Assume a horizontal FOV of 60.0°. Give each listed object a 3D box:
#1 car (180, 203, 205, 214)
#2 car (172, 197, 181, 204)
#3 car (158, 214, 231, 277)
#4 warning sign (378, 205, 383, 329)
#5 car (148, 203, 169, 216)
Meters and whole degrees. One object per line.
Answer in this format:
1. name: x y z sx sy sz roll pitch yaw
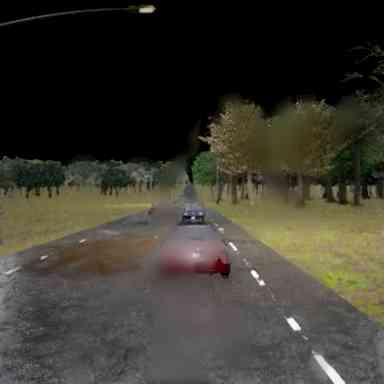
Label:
1. car: 0.106 1.783 28.784 1.895 1.301 4.718 0 0 0
2. car: -3.463 1.935 77.420 2.033 1.411 5.357 0 0 0
3. car: 0.084 1.625 10.482 1.994 1.385 4.181 0 0 0
4. warning sign: 3.560 1.142 4.642 1.300 1.860 1.060 1 0 0
5. car: -3.581 1.841 35.906 1.895 1.301 4.718 0 0 0
